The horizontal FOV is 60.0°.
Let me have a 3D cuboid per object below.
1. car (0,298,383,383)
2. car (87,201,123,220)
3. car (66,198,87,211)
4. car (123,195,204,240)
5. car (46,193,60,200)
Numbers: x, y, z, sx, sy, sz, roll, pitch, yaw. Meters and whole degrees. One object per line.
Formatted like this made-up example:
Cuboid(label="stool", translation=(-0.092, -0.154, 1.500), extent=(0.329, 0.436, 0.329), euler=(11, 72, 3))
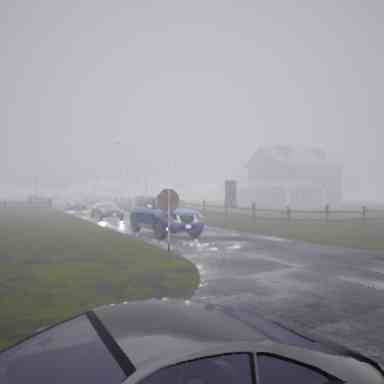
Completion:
Cuboid(label="car", translation=(-0.472, 1.575, 2.226), extent=(4.181, 1.385, 1.994), euler=(0, 0, -29))
Cuboid(label="car", translation=(-7.045, 1.476, 27.435), extent=(1.812, 1.442, 4.674), euler=(1, 0, -29))
Cuboid(label="car", translation=(-13.759, 1.423, 39.554), extent=(1.812, 1.442, 4.674), euler=(1, 0, -29))
Cuboid(label="car", translation=(-1.527, 1.211, 17.530), extent=(2.150, 2.045, 5.566), euler=(1, 0, -30))
Cuboid(label="car", translation=(-33.190, 1.240, 80.368), extent=(2.128, 1.511, 4.902), euler=(1, 0, -29))
